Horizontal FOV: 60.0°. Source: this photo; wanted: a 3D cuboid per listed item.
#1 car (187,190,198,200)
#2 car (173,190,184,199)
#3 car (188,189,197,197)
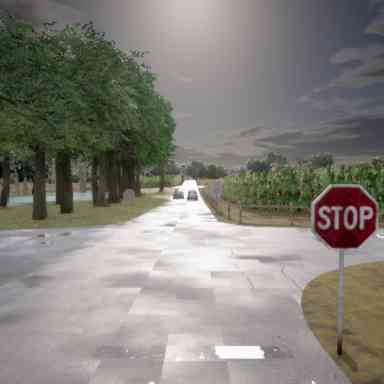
[{"bbox_3d":[0.094,0.780,61.287,1.994,1.385,4.181,0,2,0],"label":"car"},{"bbox_3d":[-2.649,0.445,65.486,2.097,1.767,4.553,0,2,0],"label":"car"},{"bbox_3d":[0.110,0.217,71.274,1.882,1.535,5.008,0,2,0],"label":"car"}]
